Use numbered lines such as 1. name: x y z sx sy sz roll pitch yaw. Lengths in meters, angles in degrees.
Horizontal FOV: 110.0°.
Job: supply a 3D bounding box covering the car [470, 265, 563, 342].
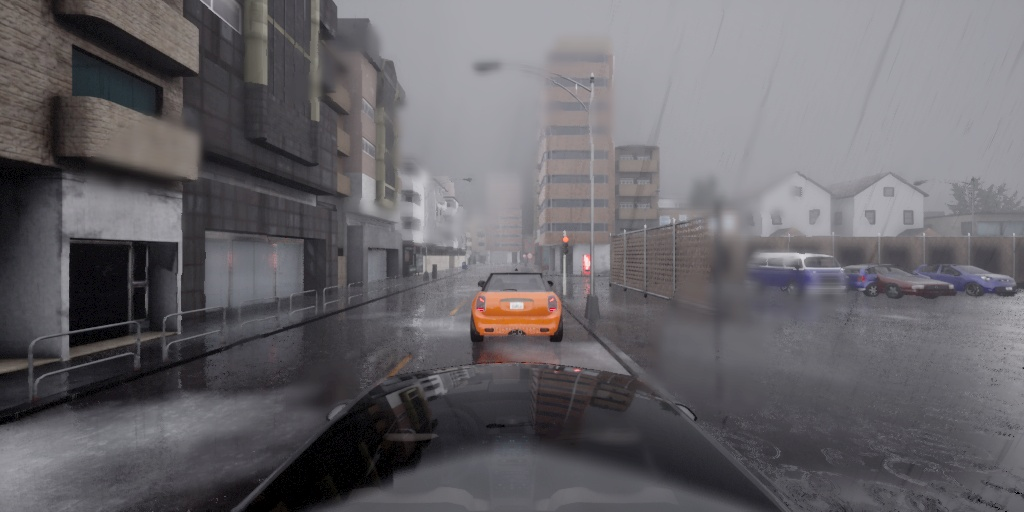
1. car: 0.102 1.102 9.926 2.097 1.767 4.553 0 0 0
